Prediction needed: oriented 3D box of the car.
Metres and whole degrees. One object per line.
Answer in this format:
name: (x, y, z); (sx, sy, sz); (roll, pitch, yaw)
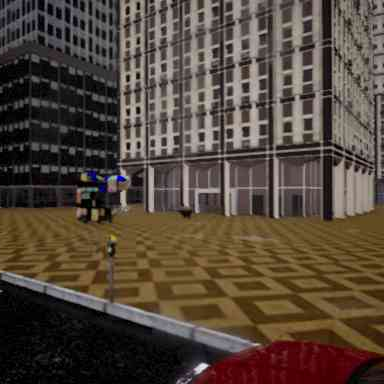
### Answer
car: (1.917, 1.544, 1.541); (4.507, 1.381, 1.887); (0, 0, 36)
